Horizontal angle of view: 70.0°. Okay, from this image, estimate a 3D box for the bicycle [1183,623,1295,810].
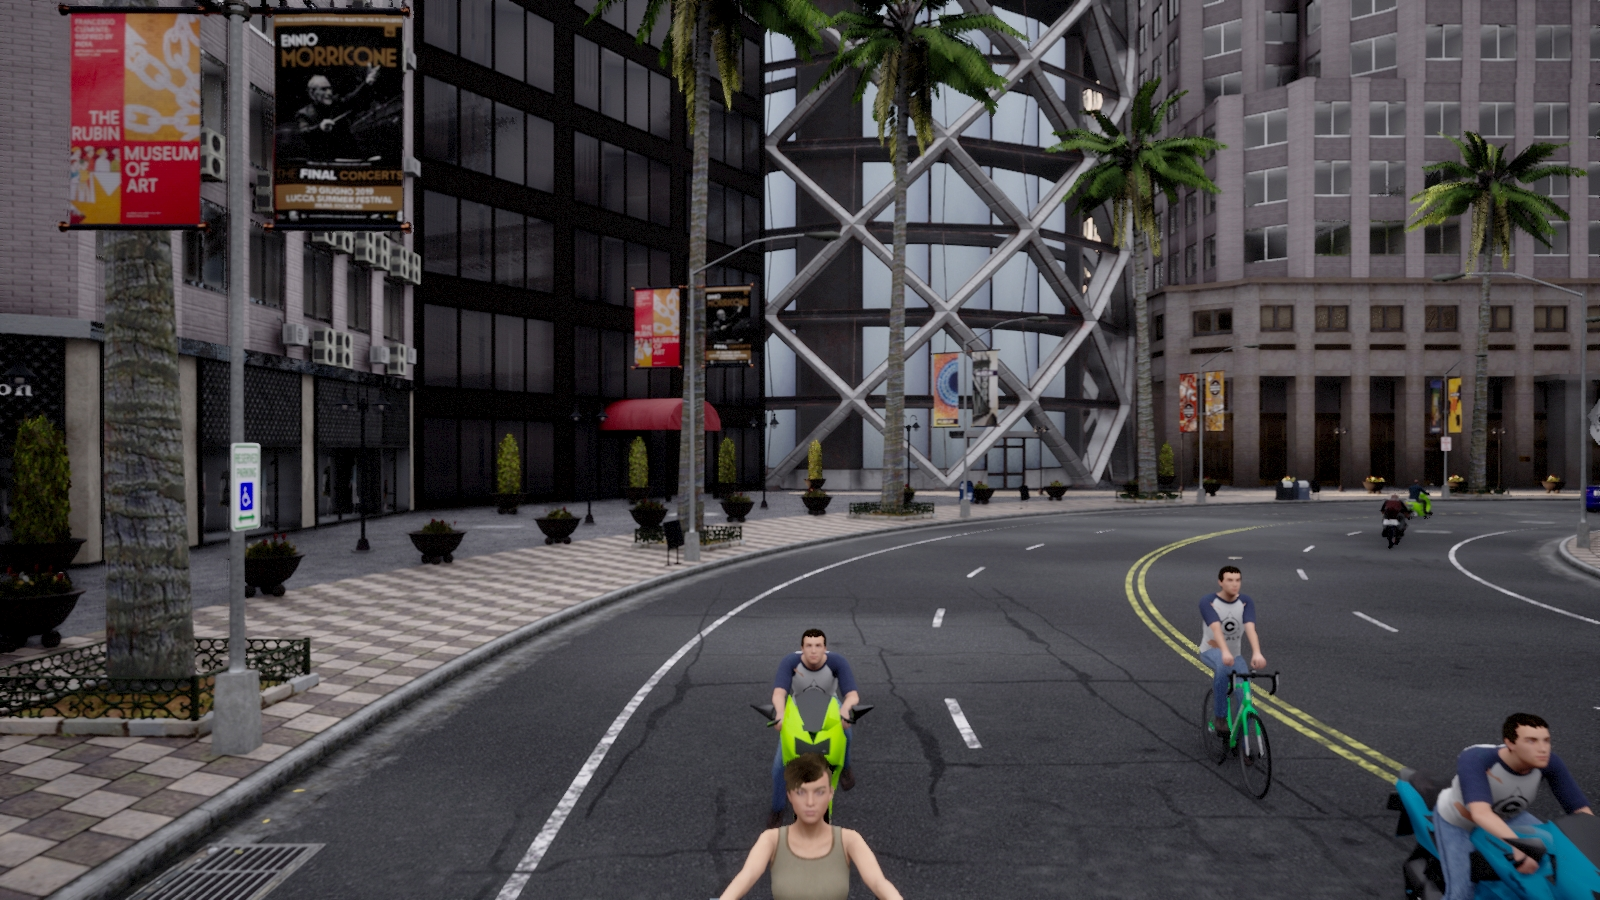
[{"bbox_3d":[3.692,2.198,9.714,0.373,1.196,1.643,0,0,2],"label":"bicycle"}]

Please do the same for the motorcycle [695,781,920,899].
[{"bbox_3d":[0.028,2.166,4.082,0.764,1.277,2.356,0,0,1],"label":"motorcycle"}]

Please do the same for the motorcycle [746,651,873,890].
[{"bbox_3d":[0.082,2.206,8.239,0.803,1.145,2.033,0,0,1],"label":"motorcycle"}]

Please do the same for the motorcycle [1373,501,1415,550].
[{"bbox_3d":[17.308,2.182,33.286,0.867,1.251,2.209,1,1,33],"label":"motorcycle"}]

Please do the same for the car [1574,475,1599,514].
[{"bbox_3d":[36.831,1.934,50.063,4.611,1.667,2.242,0,0,-11],"label":"car"}]
